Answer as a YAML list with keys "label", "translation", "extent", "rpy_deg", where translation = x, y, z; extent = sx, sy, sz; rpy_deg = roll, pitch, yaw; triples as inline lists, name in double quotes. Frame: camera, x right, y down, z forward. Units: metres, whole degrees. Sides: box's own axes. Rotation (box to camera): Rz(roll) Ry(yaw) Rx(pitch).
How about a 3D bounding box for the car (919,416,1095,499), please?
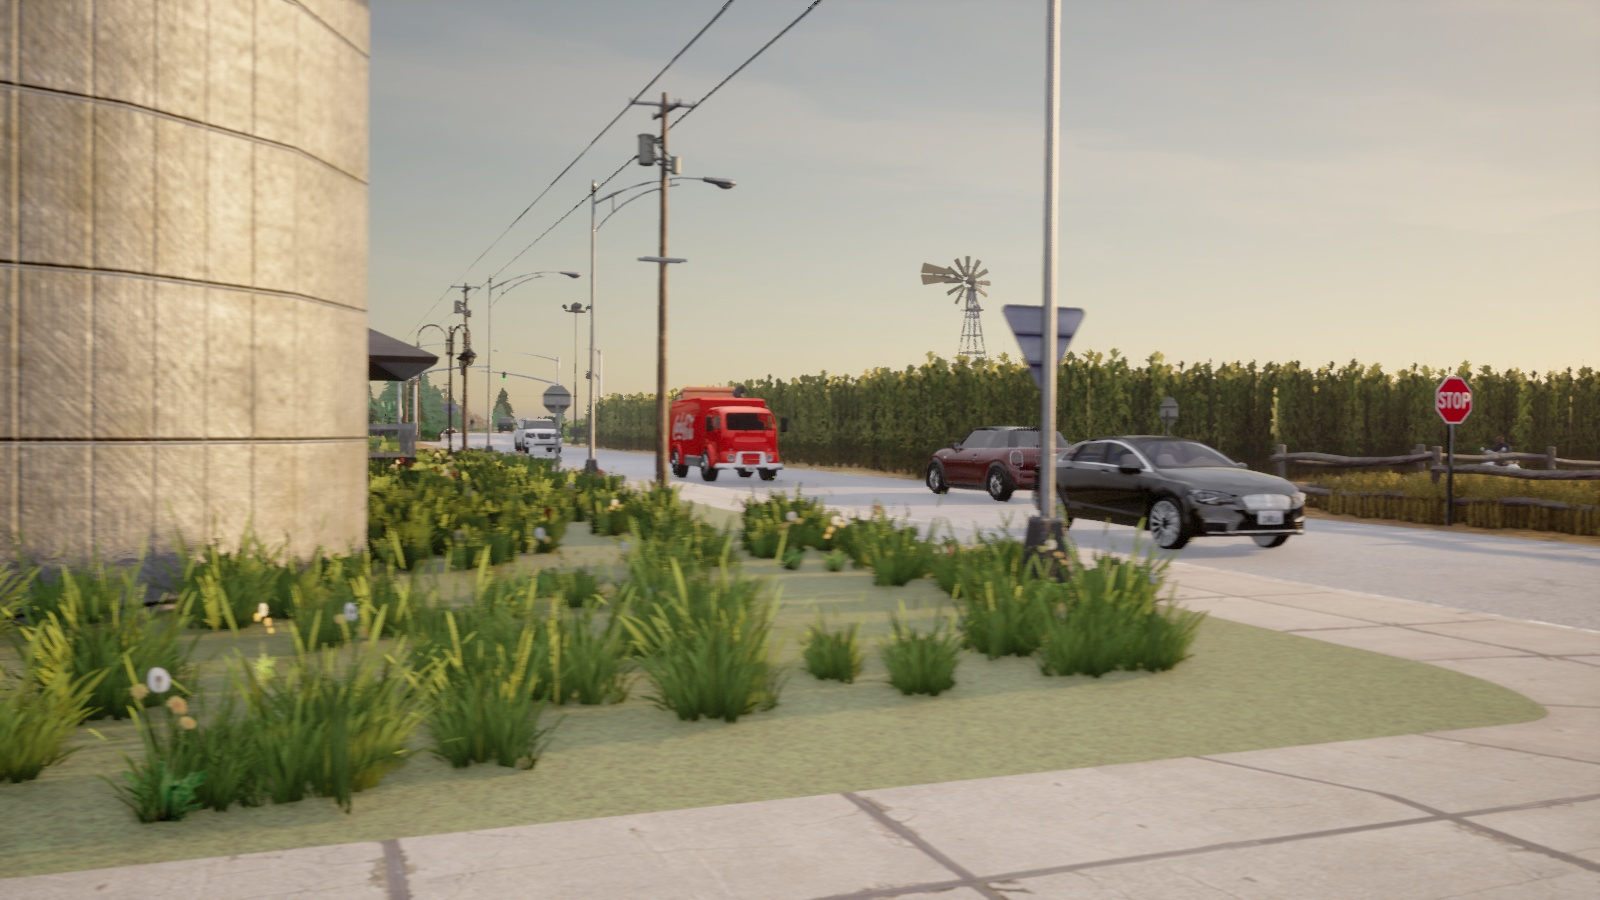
- label: "car"
  translation: [4.744, 0.123, 29.557]
  extent: [2.097, 1.767, 4.553]
  rpy_deg: [-1, 1, -20]

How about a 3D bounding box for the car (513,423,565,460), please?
- label: "car"
  translation: [-15.428, -0.524, 73.934]
  extent: [2.150, 2.045, 5.566]
  rpy_deg: [-1, 1, -20]

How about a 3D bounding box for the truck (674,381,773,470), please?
- label: "truck"
  translation: [-3.371, -1.012, 52.912]
  extent: [2.891, 3.462, 7.936]
  rpy_deg: [-1, 1, -13]

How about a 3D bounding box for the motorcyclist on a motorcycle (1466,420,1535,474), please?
- label: "motorcyclist on a motorcycle"
  translation: [21.273, -0.104, 38.150]
  extent: [1.817, 1.590, 0.866]
  rpy_deg: [-1, 1, -20]

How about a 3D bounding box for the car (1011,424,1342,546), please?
- label: "car"
  translation: [5.223, 0.399, 18.284]
  extent: [2.128, 1.511, 4.902]
  rpy_deg: [-1, 1, -19]

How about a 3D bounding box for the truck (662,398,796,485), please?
- label: "truck"
  translation: [-2.271, -0.291, 38.398]
  extent: [2.627, 2.467, 5.204]
  rpy_deg: [-1, 1, -20]
